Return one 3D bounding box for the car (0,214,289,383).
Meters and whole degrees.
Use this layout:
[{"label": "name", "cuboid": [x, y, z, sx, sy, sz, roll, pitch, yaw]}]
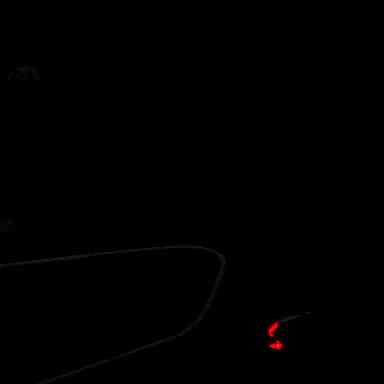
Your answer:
[{"label": "car", "cuboid": [-1.879, 1.224, 1.732, 5.566, 2.045, 2.150, 0, 0, -35]}]
